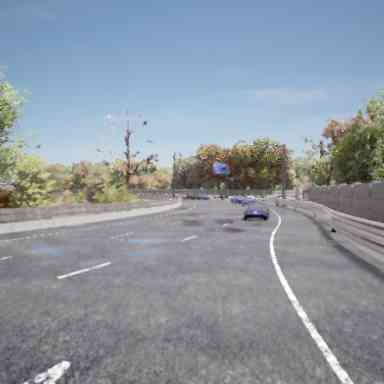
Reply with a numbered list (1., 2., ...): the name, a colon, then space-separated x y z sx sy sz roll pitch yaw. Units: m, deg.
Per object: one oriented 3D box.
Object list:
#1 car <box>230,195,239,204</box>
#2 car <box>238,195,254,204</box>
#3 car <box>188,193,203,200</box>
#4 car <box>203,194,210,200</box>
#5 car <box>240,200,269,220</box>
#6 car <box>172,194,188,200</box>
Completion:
1. car: 8.911 1.452 65.618 2.097 1.767 4.553 0 0 -5
2. car: 9.220 1.641 54.379 1.812 1.442 4.674 1 0 1
3. car: 0.253 1.241 91.479 2.150 2.045 5.566 1 0 -20
4. car: 3.230 1.402 93.581 2.097 1.767 4.553 1 0 -20
5. car: 5.645 1.632 28.856 1.994 1.385 4.181 1 0 15
6. car: -3.277 1.496 90.957 1.812 1.442 4.674 1 0 -20
